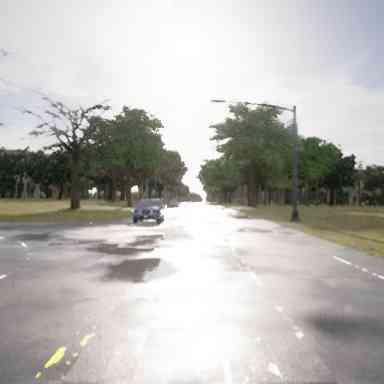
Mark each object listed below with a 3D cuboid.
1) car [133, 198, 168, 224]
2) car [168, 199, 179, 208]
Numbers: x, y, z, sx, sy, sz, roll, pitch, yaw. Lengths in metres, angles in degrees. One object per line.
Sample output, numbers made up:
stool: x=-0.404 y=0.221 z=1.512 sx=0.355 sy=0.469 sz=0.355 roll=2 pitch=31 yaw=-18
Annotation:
car: x=-3.528 y=1.556 z=28.066 sx=2.150 sy=2.045 sz=5.566 roll=0 pitch=-1 yaw=0
car: x=-3.661 y=2.226 z=64.139 sx=2.097 sy=1.767 sz=4.553 roll=0 pitch=-1 yaw=0
